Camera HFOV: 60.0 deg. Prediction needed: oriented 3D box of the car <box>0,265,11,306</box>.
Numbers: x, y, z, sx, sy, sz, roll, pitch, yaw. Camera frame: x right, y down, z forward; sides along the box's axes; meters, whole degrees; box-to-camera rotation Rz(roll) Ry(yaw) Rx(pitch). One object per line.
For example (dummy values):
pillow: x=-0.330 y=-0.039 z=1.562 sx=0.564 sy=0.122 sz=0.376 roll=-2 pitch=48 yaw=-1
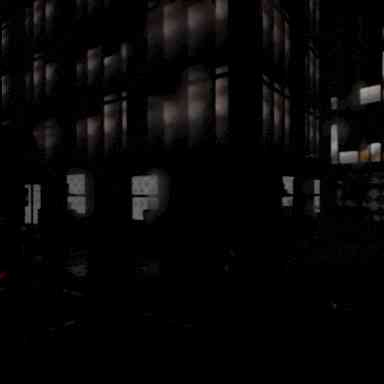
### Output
car: x=-5.202 y=1.597 z=6.588 sx=4.206 sy=1.307 sz=1.802 roll=0 pitch=0 yaw=36
